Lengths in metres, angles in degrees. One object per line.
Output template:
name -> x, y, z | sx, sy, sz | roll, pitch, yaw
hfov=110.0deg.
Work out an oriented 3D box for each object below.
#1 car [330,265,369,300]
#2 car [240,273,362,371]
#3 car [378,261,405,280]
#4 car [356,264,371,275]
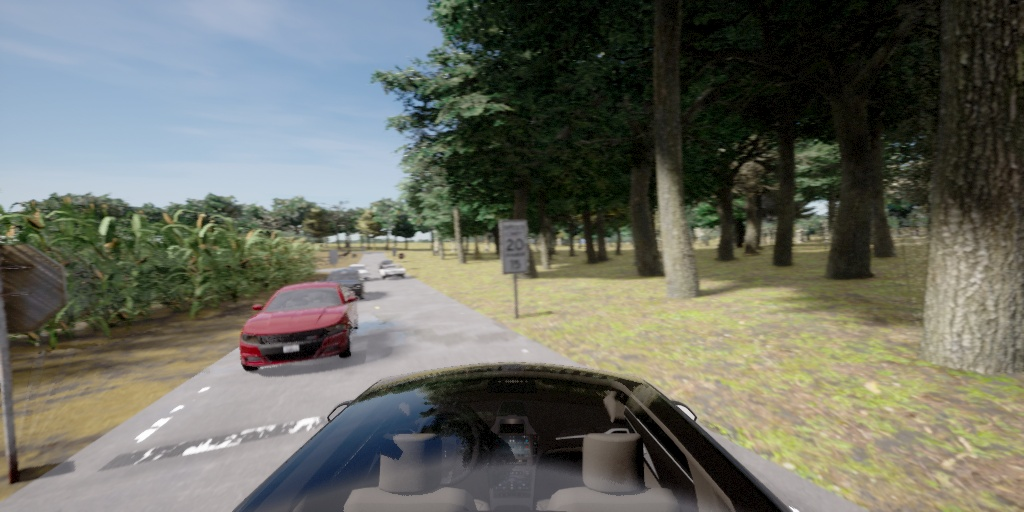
car -> -8.681, 1.475, 18.708 | 1.837, 1.490, 4.892 | -3, 1, -21
car -> -4.857, 1.407, 8.744 | 1.882, 1.535, 5.008 | -3, 1, -21
car -> -10.930, 1.408, 32.792 | 1.895, 1.301, 4.718 | -3, 1, -22
car -> -13.636, 1.482, 31.636 | 1.812, 1.442, 4.674 | -3, 2, -22
